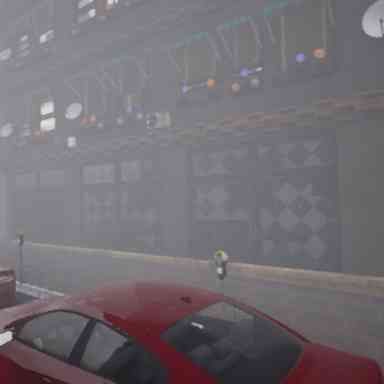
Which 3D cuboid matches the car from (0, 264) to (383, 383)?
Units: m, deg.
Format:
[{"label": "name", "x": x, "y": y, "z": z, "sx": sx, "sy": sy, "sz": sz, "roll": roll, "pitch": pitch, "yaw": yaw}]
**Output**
[{"label": "car", "x": -0.660, "y": 1.572, "z": 3.216, "sx": 4.507, "sy": 1.381, "sz": 1.887, "roll": -1, "pitch": -2, "yaw": 36}]
